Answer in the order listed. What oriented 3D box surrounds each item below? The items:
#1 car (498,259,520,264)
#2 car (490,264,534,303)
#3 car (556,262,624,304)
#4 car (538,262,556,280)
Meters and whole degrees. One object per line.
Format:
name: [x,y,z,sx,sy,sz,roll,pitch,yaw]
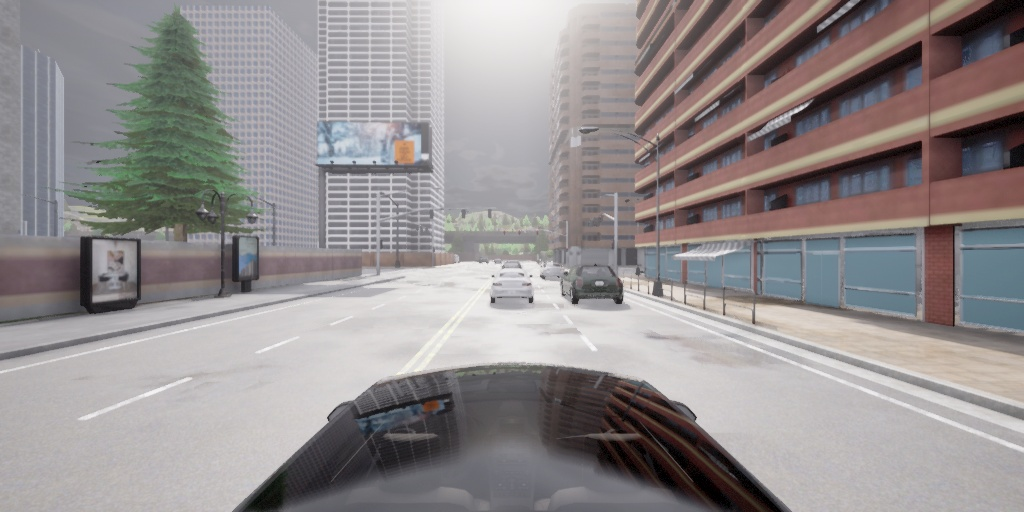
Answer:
car: [0.000,1.234,31.500,1.882,1.535,5.008,0,0,0]
car: [0.000,1.282,16.500,1.812,1.442,4.674,0,0,0]
car: [3.500,1.115,16.470,2.097,1.767,4.553,0,0,0]
car: [3.500,1.282,31.500,1.812,1.442,4.674,0,0,0]
